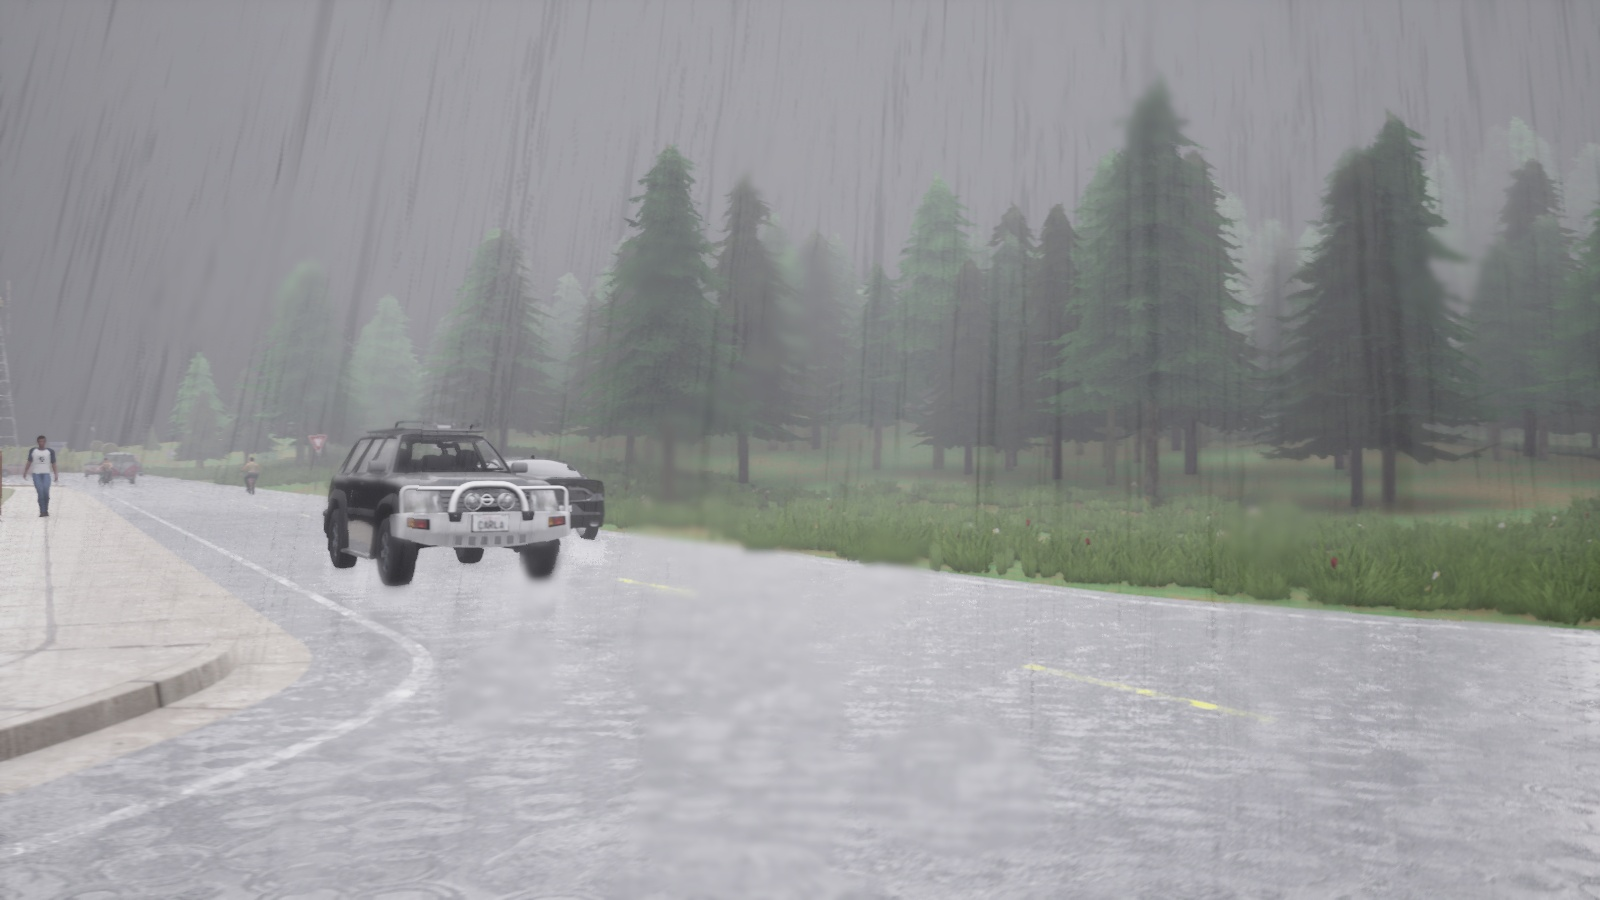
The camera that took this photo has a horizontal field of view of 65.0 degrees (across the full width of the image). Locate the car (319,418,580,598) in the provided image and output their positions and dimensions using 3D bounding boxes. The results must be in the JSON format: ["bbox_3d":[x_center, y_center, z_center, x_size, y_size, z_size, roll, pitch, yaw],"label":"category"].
[{"bbox_3d":[-4.461,0.624,15.425,1.932,1.855,4.605,0,-1,-31],"label":"car"}]

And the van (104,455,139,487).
[{"bbox_3d":[-42.971,1.342,79.506,1.775,1.987,4.442,0,-1,-31],"label":"van"}]

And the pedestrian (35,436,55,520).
[{"bbox_3d":[-16.645,0.611,27.668,0.354,1.836,0.706,0,-1,-32],"label":"pedestrian"}]

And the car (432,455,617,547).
[{"bbox_3d":[-5.308,0.886,23.628,1.882,1.535,5.008,0,-1,-31],"label":"car"}]
